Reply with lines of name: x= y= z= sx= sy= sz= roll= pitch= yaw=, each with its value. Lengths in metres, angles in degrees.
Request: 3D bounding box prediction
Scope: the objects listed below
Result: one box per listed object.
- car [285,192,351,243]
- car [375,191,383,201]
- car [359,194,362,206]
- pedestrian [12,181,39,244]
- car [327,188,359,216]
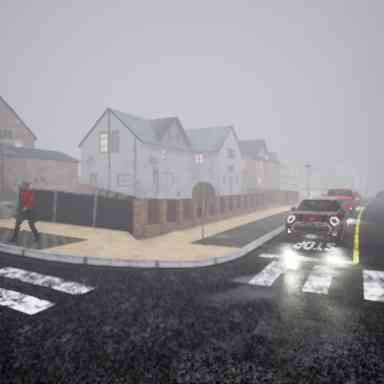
car: x=5.479 y=1.037 z=14.386 sx=2.097 sy=1.767 sz=4.553 roll=1 pitch=1 yaw=28
car: x=29.543 y=0.564 z=51.469 sx=1.882 sy=1.535 sz=5.008 roll=1 pitch=1 yaw=32
car: x=17.839 y=0.645 z=37.427 sx=2.097 sy=1.767 sz=4.553 roll=1 pitch=1 yaw=30
pedestrian: x=-4.736 y=0.551 z=9.486 sx=0.375 sy=1.860 sz=0.375 roll=1 pitch=-2 yaw=24
car: x=11.582 y=0.692 z=26.107 sx=2.150 sy=2.045 sz=5.566 roll=1 pitch=1 yaw=28
